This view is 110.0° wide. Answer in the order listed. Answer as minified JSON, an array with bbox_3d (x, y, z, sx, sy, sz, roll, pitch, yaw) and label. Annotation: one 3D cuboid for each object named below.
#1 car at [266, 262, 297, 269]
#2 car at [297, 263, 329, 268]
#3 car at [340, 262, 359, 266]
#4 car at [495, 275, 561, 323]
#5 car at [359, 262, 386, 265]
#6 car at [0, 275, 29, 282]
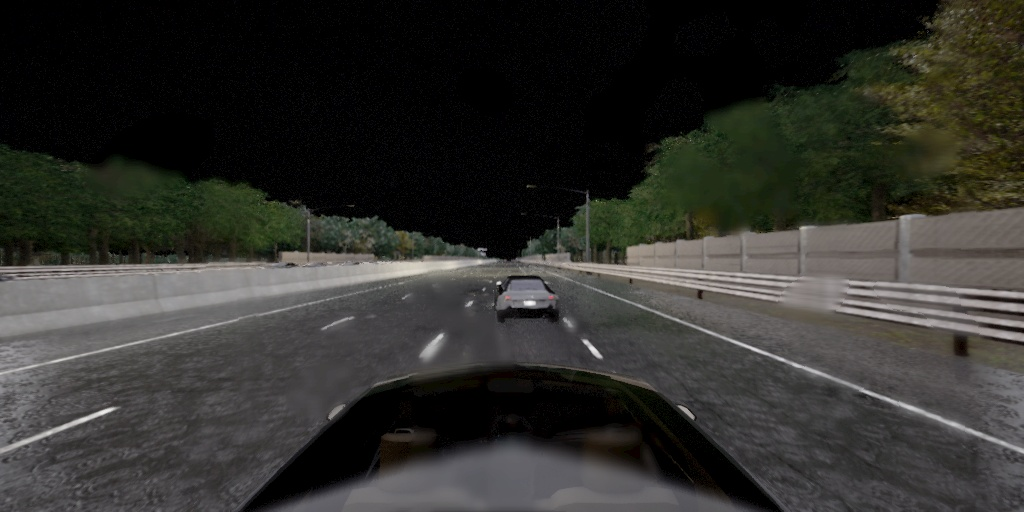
[{"bbox_3d":[-28.087,1.517,44.094,1.837,1.490,4.892,0,-1,0],"label":"car"},{"bbox_3d":[-24.582,1.586,45.223,1.994,1.385,4.181,0,0,0],"label":"car"},{"bbox_3d":[-21.074,1.543,46.960,1.837,1.490,4.892,0,-1,0],"label":"car"},{"bbox_3d":[0.420,1.356,12.475,1.994,1.385,4.181,0,0,-3],"label":"car"},{"bbox_3d":[-17.577,1.529,46.950,2.128,1.511,4.902,0,-1,0],"label":"car"},{"bbox_3d":[-21.062,1.348,13.336,2.033,1.411,5.357,0,0,1],"label":"car"}]
